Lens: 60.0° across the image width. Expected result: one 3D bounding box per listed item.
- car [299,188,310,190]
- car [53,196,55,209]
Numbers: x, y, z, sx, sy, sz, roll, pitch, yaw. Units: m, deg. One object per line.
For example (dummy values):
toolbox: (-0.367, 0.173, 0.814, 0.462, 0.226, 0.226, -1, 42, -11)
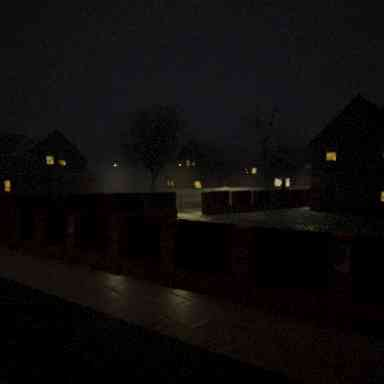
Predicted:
car: (14.778, 0.234, 41.507, 4.553, 1.767, 2.097, -1, 2, -39)
car: (-8.347, 0.924, 22.258, 5.357, 1.411, 2.033, -1, 2, -40)
